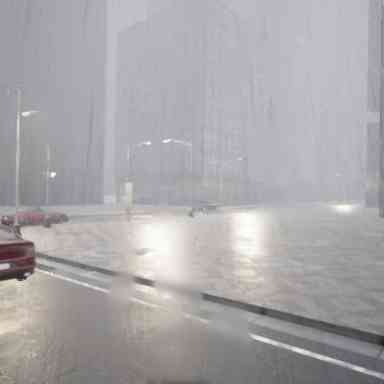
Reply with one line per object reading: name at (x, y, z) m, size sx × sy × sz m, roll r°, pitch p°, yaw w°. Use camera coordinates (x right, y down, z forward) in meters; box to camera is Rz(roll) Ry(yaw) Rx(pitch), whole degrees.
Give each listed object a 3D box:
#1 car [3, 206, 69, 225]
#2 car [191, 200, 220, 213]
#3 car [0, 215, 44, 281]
car at (-10.733, 1.681, 22.983) m, size 1.994 × 1.385 × 4.181 m, roll 1°, pitch 0°, yaw 35°
car at (1.862, 1.893, 44.154) m, size 1.837 × 1.490 × 4.892 m, roll 1°, pitch 0°, yaw 39°
car at (-6.165, 1.528, 9.078) m, size 5.008 × 1.535 × 1.882 m, roll 0°, pitch -1°, yaw 39°
